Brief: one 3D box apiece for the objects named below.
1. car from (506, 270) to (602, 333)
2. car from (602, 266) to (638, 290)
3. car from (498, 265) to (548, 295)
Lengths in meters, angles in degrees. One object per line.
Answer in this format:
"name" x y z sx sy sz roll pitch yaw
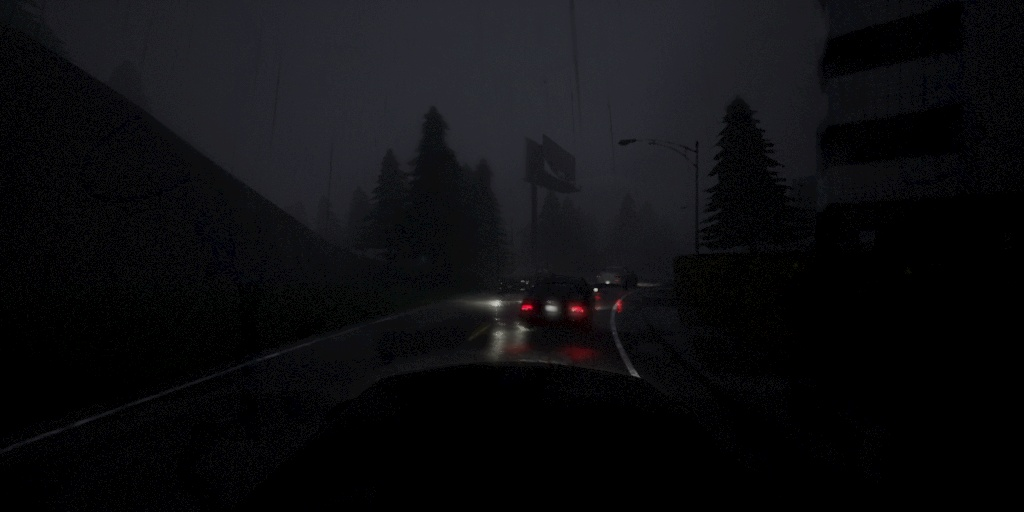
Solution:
"car" 1.586 1.326 11.039 2.033 1.411 5.357 0 0 15
"car" 6.818 1.345 23.233 1.812 1.442 4.674 0 0 30
"car" 0.950 1.283 20.161 1.882 1.535 5.008 0 -1 25
